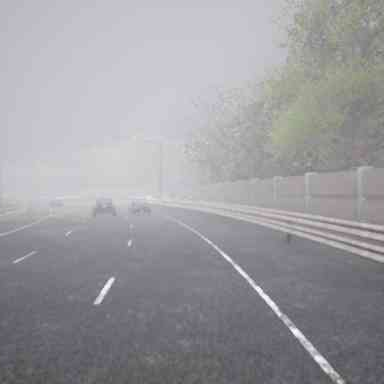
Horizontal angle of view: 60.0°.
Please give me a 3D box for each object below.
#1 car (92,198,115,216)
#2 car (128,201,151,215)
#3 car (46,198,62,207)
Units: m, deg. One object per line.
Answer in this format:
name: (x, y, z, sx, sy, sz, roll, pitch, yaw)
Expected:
car: (-9.041, 1.424, 33.932, 2.097, 1.767, 4.553, -1, 0, -18)
car: (-5.616, 1.635, 34.978, 1.895, 1.301, 4.718, -1, 0, -18)
car: (-23.282, 1.773, 56.232, 1.994, 1.385, 4.181, -1, 0, -32)
